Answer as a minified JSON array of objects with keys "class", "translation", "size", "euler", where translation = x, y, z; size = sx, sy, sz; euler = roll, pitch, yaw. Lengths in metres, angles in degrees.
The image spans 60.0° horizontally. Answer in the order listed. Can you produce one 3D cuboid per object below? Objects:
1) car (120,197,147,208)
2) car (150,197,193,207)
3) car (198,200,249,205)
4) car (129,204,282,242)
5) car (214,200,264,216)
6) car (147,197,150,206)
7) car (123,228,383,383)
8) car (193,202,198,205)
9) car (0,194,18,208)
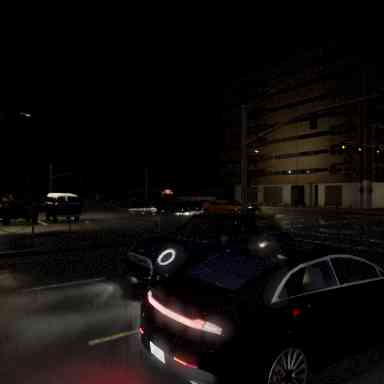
[{"class":"car","translation":[-8.805,1.533,48.298],"size":[1.882,1.535,5.008],"euler":[0,0,-34]},{"class":"car","translation":[-2.547,1.603,39.098],"size":[2.033,1.411,5.357],"euler":[0,0,-34]},{"class":"car","translation":[2.985,1.533,30.986],"size":[1.882,1.535,5.008],"euler":[0,0,-34]},{"class":"car","translation":[0.570,1.352,8.614],"size":[4.553,1.767,2.097],"euler":[0,0,-34]},{"class":"car","translation":[4.782,1.603,34.563],"size":[2.033,1.411,5.357],"euler":[0,0,-34]},{"class":"car","translation":[-6.180,1.560,50.664],"size":[1.837,1.490,4.892],"euler":[0,0,-34]},{"class":"car","translation":[1.638,1.492,4.908],"size":[4.902,1.511,2.128],"euler":[0,0,-34]},{"class":"car","translation":[-0.618,1.656,42.484],"size":[1.895,1.301,4.718],"euler":[0,0,-34]},{"class":"car","translation":[-31.359,1.209,56.593],"size":[1.932,1.855,4.605],"euler":[0,0,-34]}]
